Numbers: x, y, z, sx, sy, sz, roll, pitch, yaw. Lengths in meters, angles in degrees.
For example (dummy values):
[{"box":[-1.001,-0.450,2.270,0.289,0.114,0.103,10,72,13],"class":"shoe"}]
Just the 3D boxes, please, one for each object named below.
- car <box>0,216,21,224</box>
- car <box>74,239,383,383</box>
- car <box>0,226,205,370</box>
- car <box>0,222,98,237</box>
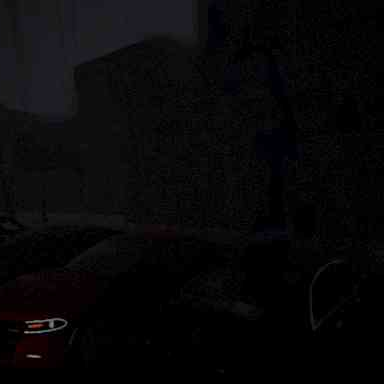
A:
[{"box":[-5.534,1.424,9.284,2.185,1.767,4.553,-1,0,35],"class":"car"},{"box":[1.254,1.491,4.455,2.231,1.521,4.892,0,0,36],"class":"car"},{"box":[-1.000,1.508,6.082,2.097,1.535,5.008,-1,0,36],"class":"car"},{"box":[-3.280,1.558,7.669,2.163,1.488,4.792,-1,0,36],"class":"car"}]
